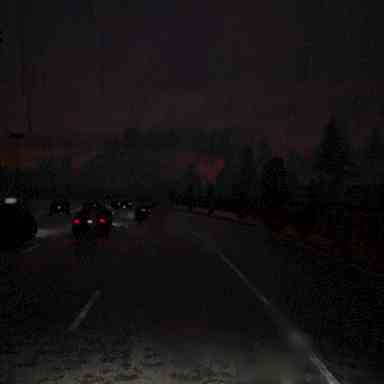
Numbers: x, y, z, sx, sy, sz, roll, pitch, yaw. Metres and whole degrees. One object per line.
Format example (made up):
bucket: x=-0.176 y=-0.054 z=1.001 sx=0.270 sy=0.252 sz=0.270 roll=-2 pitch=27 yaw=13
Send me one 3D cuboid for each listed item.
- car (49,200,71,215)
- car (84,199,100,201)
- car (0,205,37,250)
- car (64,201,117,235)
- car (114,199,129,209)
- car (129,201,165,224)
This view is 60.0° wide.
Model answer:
car: x=-13.028 y=1.447 z=32.803 sx=2.033 sy=1.411 sz=5.357 roll=0 pitch=0 yaw=-20
car: x=-11.397 y=1.438 z=37.970 sx=1.994 sy=1.385 sz=4.181 roll=0 pitch=0 yaw=-22
car: x=-8.248 y=1.302 z=14.063 sx=2.097 sy=1.767 sz=4.553 roll=0 pitch=0 yaw=-8
car: x=-5.415 y=1.469 z=18.482 sx=2.033 sy=1.411 sz=5.357 roll=0 pitch=0 yaw=-11
car: x=-8.715 y=1.450 z=40.678 sx=1.895 sy=1.301 sz=4.718 roll=0 pitch=0 yaw=-23
car: x=-3.184 y=1.382 z=24.135 sx=2.128 sy=1.511 sz=4.902 roll=0 pitch=0 yaw=-13
